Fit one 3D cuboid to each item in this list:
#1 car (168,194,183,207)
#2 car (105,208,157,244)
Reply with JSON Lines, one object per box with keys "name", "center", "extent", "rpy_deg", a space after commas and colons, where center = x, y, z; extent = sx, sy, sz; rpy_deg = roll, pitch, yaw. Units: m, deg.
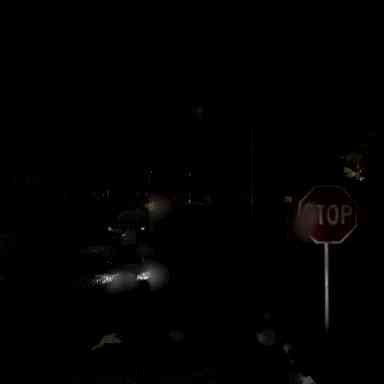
{"name": "car", "center": [-2.698, 1.371, 55.864], "extent": [2.150, 2.045, 5.566], "rpy_deg": [0, 0, 0]}
{"name": "car", "center": [-2.733, 1.522, 15.810], "extent": [1.812, 1.442, 4.674], "rpy_deg": [0, -1, 0]}
